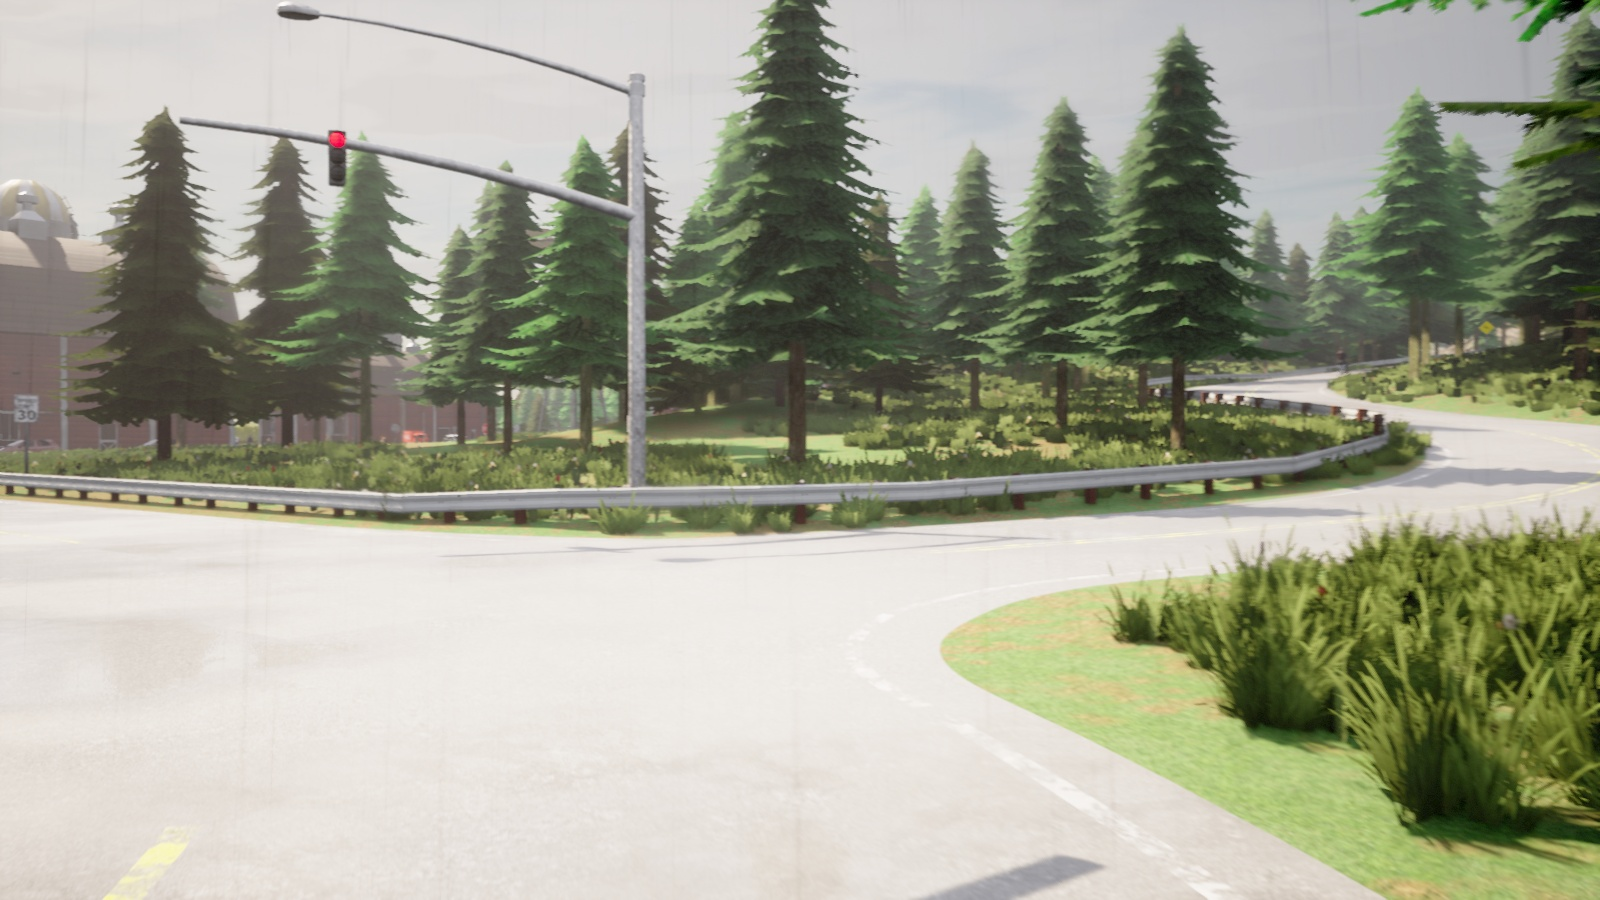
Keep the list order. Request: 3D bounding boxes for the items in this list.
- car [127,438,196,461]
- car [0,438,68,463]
[{"bbox_3d":[-41.978,-0.063,82.606,1.845,1.501,3.633,0,1,38],"label":"car"},{"bbox_3d":[-46.910,0.001,76.404,1.845,1.501,3.633,0,1,38],"label":"car"}]
